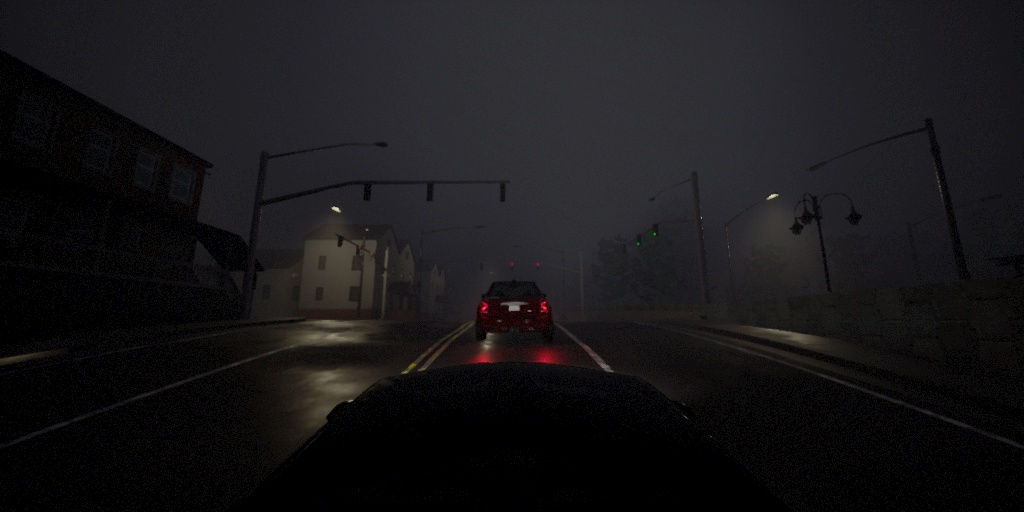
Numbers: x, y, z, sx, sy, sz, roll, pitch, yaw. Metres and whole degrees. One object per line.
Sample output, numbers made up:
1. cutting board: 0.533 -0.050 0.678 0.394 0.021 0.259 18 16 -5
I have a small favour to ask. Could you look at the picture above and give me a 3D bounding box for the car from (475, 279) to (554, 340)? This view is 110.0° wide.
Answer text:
1. car: 0.061 1.574 11.440 2.097 1.767 4.553 -1 -5 0
